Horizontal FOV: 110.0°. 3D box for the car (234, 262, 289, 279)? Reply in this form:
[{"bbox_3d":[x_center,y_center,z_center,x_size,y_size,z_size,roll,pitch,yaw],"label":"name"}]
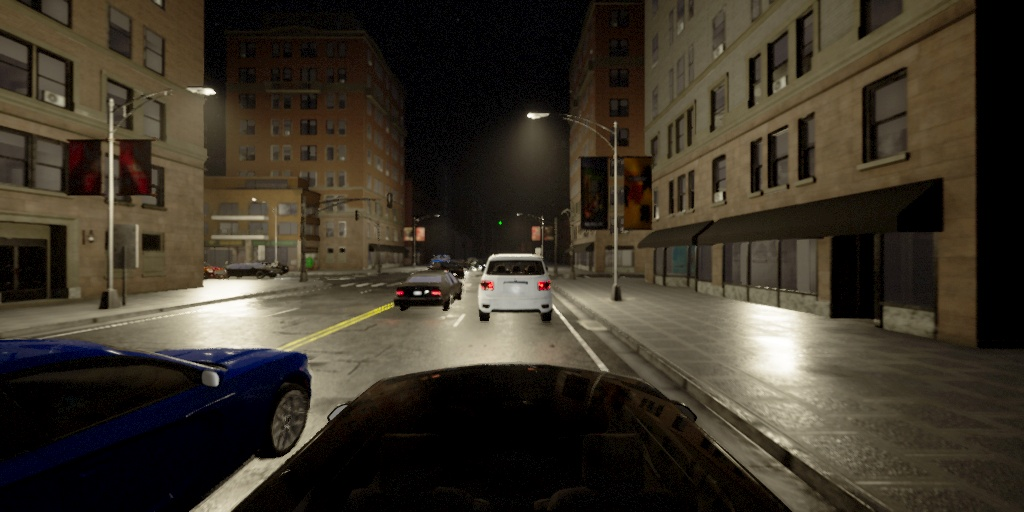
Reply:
[{"bbox_3d":[-23.140,1.265,31.463,5.357,1.411,2.033,0,0,0],"label":"car"}]

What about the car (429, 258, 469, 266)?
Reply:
[{"bbox_3d":[-5.486,1.201,29.021,1.882,1.535,5.008,1,0,-28],"label":"car"}]

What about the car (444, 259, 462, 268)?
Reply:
[{"bbox_3d":[-9.798,1.242,59.963,2.033,1.411,5.357,0,0,0],"label":"car"}]

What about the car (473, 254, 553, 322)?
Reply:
[{"bbox_3d":[0.100,0.962,12.281,2.150,2.045,5.566,0,0,0],"label":"car"}]

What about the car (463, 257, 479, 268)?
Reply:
[{"bbox_3d":[-6.565,1.049,57.934,2.097,1.767,4.553,0,0,0],"label":"car"}]

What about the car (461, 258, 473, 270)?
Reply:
[{"bbox_3d":[-6.588,1.212,48.939,1.837,1.490,4.892,0,0,0],"label":"car"}]

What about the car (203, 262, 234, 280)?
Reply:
[{"bbox_3d":[-25.415,1.149,28.935,4.097,1.591,1.967,0,0,0],"label":"car"}]

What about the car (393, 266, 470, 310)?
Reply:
[{"bbox_3d":[-3.152,1.287,14.496,2.033,1.411,5.357,0,0,0],"label":"car"}]

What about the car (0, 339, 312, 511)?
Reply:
[{"bbox_3d":[-3.152,1.227,1.991,1.882,1.535,5.008,0,0,0],"label":"car"}]

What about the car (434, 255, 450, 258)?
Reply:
[{"bbox_3d":[-9.836,0.928,49.714,2.150,2.045,5.566,0,0,0],"label":"car"}]
